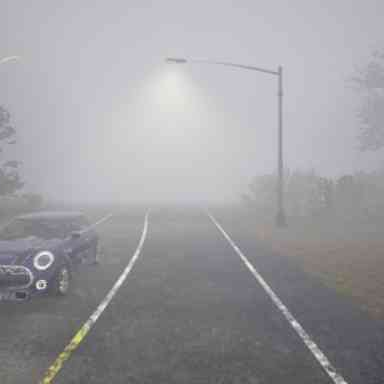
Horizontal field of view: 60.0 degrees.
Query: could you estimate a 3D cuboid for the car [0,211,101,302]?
[{"bbox_3d":[-3.801,1.350,8.445,2.097,1.767,4.553,0,0,-2],"label":"car"}]
